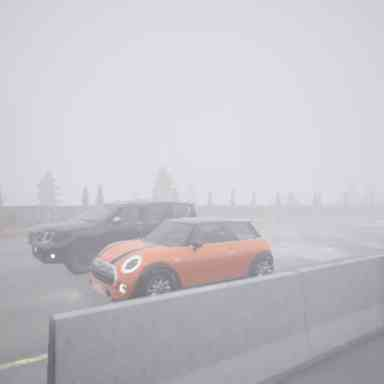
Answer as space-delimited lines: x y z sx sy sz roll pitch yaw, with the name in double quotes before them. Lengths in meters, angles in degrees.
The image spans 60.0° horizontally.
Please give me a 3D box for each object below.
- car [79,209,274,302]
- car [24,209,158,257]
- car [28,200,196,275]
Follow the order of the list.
"car" -0.104 1.438 8.216 4.553 1.767 2.097 1 -1 -36
"car" -4.106 1.565 13.962 5.008 1.535 1.882 1 -1 -35
"car" -2.170 1.305 11.045 5.566 2.045 2.150 1 -1 -36
